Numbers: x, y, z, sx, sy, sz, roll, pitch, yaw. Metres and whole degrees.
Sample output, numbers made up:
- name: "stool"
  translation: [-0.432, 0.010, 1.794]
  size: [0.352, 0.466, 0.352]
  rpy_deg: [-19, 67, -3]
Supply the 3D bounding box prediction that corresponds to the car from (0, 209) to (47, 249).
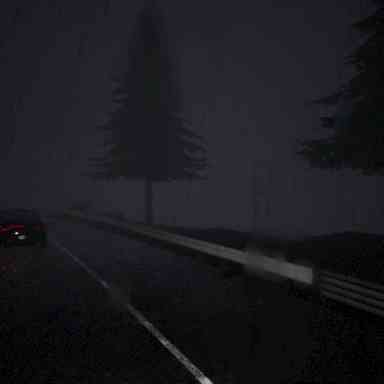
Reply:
- name: "car"
  translation: [-7.368, 1.448, 13.910]
  size: [1.882, 1.535, 5.008]
  rpy_deg: [2, -1, -33]
